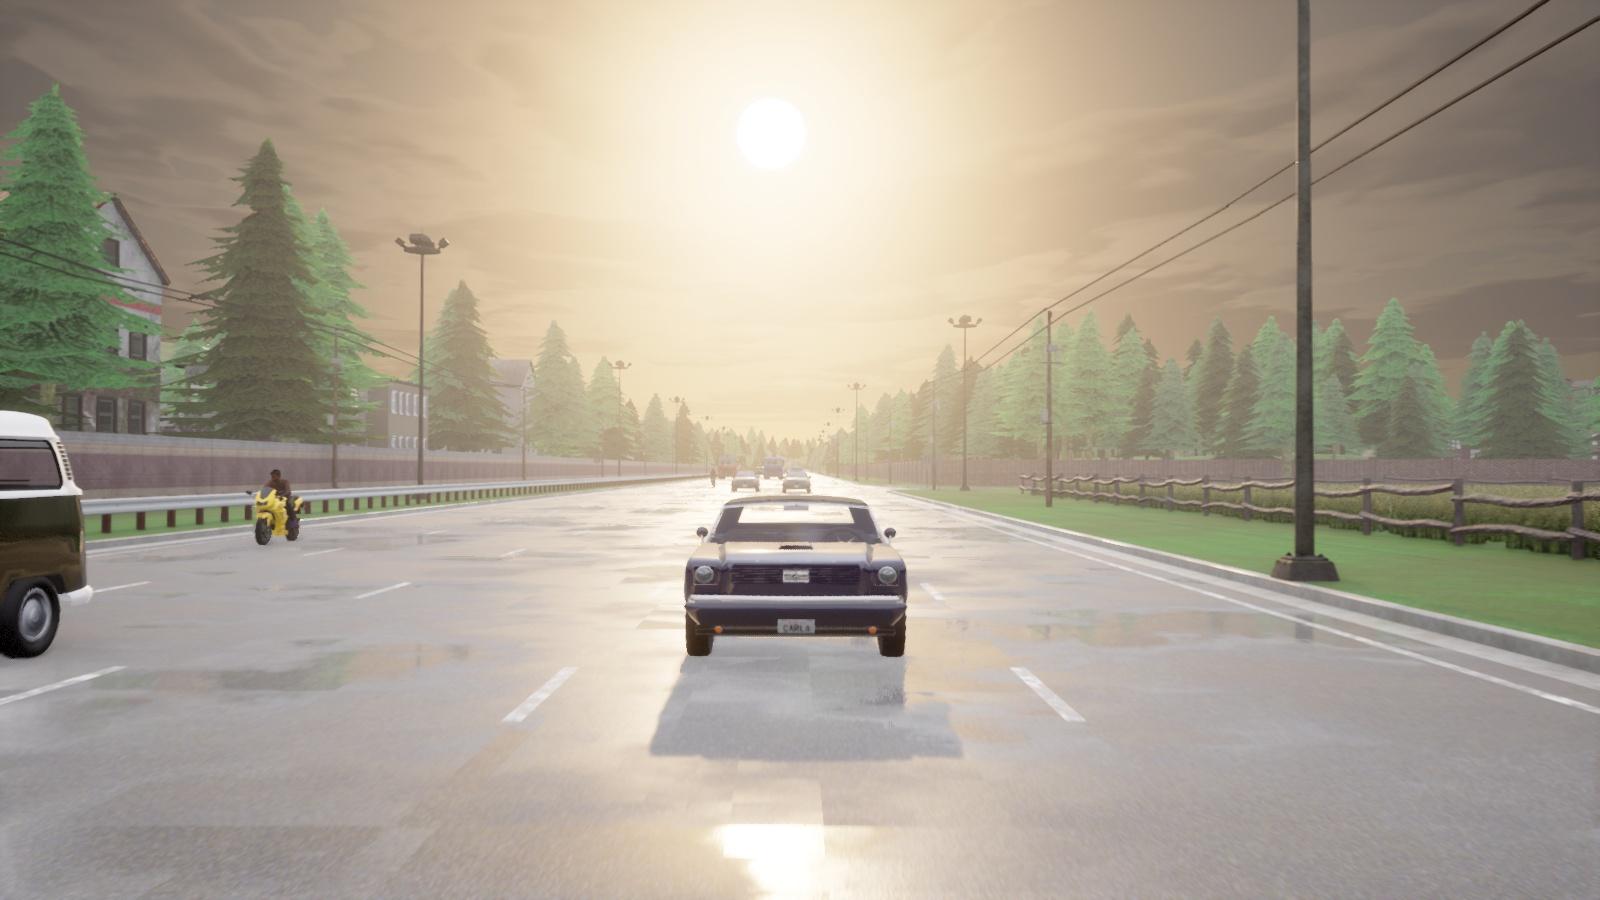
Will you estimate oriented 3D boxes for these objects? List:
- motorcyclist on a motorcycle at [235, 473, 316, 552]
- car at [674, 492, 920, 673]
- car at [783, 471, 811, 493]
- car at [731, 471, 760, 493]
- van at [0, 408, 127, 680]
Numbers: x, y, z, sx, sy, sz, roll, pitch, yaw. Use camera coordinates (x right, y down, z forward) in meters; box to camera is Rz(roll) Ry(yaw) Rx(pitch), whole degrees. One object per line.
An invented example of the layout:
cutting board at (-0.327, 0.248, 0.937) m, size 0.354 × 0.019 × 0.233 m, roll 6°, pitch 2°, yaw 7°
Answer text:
motorcyclist on a motorcycle at (-10.561, 1.225, 25.364) m, size 0.797 × 1.523 × 2.044 m, roll 0°, pitch -1°, yaw 0°
car at (-0.029, 1.097, 12.053) m, size 1.895 × 1.301 × 4.718 m, roll 0°, pitch -1°, yaw 0°
car at (-0.203, 2.123, 83.817) m, size 1.812 × 1.442 × 4.674 m, roll 0°, pitch -1°, yaw 0°
car at (-3.710, 2.180, 86.613) m, size 1.812 × 1.442 × 4.674 m, roll 0°, pitch -1°, yaw 0°
van at (-7.023, 0.701, 8.931) m, size 2.069 × 2.038 × 4.480 m, roll 0°, pitch -1°, yaw 0°
